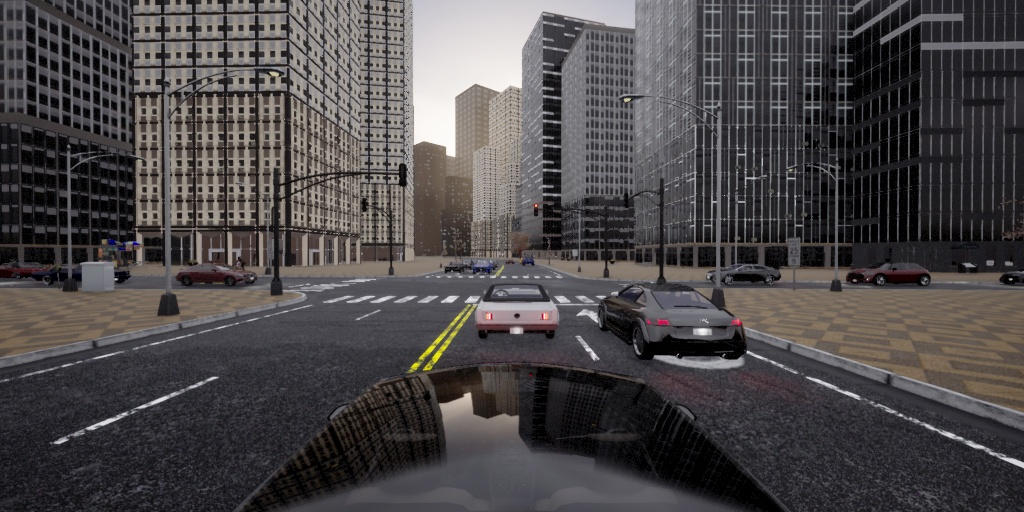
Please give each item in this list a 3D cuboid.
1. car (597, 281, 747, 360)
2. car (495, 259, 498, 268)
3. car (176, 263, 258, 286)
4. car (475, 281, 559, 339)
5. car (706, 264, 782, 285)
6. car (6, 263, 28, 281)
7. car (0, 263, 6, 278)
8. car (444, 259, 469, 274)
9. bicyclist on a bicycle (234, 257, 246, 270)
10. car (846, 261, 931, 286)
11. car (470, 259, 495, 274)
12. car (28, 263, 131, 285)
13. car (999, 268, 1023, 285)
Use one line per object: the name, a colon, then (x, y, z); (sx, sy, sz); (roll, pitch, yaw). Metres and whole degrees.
car: (3.364, 1.312, 8.361); (1.994, 1.385, 4.181); (0, 0, 0)
car: (-3.282, 1.230, 50.032); (1.812, 1.442, 4.674); (0, 0, 0)
car: (-19.456, 1.194, 23.683); (4.674, 1.442, 1.812); (0, 0, 1)
car: (0.111, 1.348, 10.078); (1.895, 1.301, 4.718); (0, 0, 0)
car: (16.849, 1.302, 26.211); (4.902, 1.511, 2.128); (0, 0, 1)
car: (-37.887, 1.156, 27.367); (4.718, 1.301, 1.895); (0, 0, 1)
car: (-37.821, 1.108, 24.166); (4.674, 1.442, 1.812); (0, 0, 2)
car: (-6.547, 1.321, 41.361); (1.895, 1.301, 4.718); (0, 0, 0)
bicyclist on a bicycle: (-24.665, 0.872, 32.554); (0.582, 1.620, 1.656); (0, 1, 1)
car: (27.127, 1.209, 25.977); (4.553, 1.767, 2.097); (0, 0, 1)
car: (-3.296, 1.199, 40.688); (1.882, 1.535, 5.008); (0, 0, 0)
car: (-28.565, 1.227, 23.925); (4.718, 1.301, 1.895); (0, 0, 1)
car: (38.288, 1.411, 25.720); (4.892, 1.490, 1.837); (0, 0, 1)
